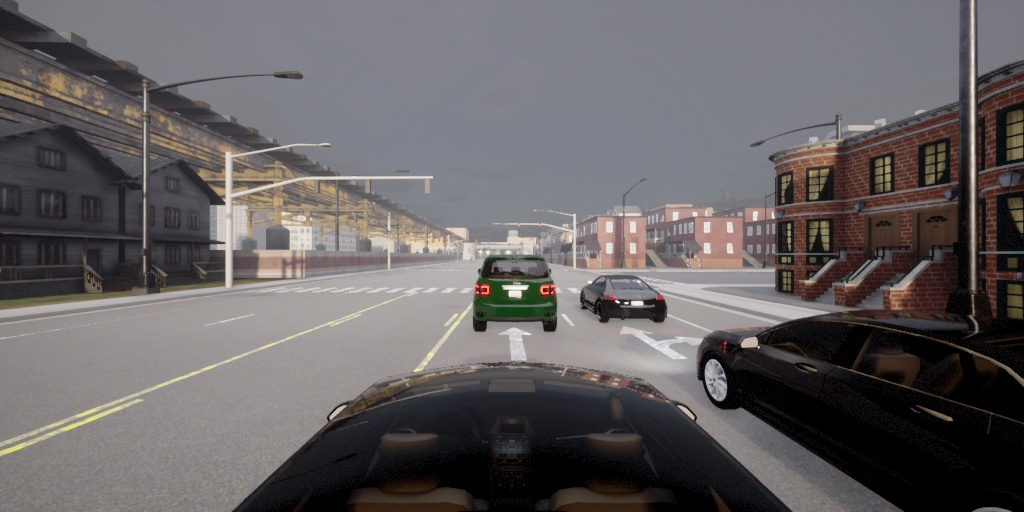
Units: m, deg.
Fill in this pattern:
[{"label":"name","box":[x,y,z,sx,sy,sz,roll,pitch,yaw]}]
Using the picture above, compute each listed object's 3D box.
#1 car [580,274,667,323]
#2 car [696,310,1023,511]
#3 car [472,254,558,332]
[{"label":"car","box":[3.582,1.314,12.192,1.994,1.385,4.181,0,0,1]},{"label":"car","box":[3.599,1.255,3.279,1.837,1.490,4.892,0,0,0]},{"label":"car","box":[0.083,0.971,11.021,2.150,2.045,5.566,0,0,0]}]
